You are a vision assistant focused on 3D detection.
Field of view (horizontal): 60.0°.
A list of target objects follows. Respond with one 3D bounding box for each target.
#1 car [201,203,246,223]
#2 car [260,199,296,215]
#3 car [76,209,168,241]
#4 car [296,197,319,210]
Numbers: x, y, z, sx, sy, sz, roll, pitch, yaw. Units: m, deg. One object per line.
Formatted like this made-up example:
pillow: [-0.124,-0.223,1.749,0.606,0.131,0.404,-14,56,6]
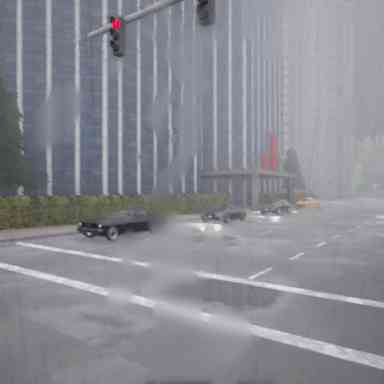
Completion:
car: [2.424,1.539,25.058,1.994,1.385,4.181,0,0,36]
car: [8.464,1.472,33.468,1.837,1.490,4.892,0,0,36]
car: [-3.418,1.584,16.911,1.895,1.301,4.718,0,0,36]
car: [14.546,1.436,41.877,1.882,1.535,5.008,0,0,36]
